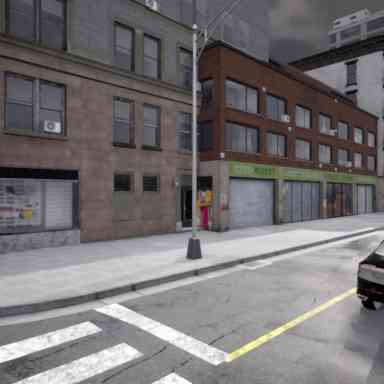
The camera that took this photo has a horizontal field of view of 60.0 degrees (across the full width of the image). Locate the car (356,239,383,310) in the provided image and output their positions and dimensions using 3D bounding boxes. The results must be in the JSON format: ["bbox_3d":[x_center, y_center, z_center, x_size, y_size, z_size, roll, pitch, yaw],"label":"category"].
[{"bbox_3d":[5.017,1.497,6.800,4.902,1.511,2.128,0,0,-44],"label":"car"}]
